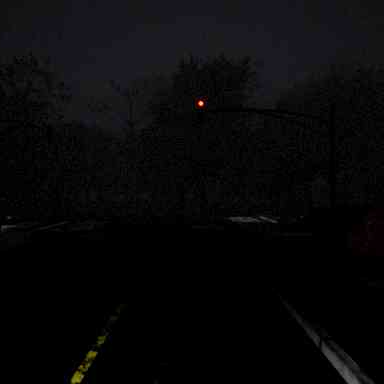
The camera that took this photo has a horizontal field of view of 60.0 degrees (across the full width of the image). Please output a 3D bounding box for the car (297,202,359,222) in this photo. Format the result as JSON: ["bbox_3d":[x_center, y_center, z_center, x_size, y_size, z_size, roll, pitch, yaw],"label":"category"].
[{"bbox_3d":[10.908,1.648,26.397,4.718,1.301,1.895,0,0,-1],"label":"car"}]

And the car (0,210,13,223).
[{"bbox_3d":[-14.896,1.473,22.866,4.674,1.442,1.812,0,0,0],"label":"car"}]
